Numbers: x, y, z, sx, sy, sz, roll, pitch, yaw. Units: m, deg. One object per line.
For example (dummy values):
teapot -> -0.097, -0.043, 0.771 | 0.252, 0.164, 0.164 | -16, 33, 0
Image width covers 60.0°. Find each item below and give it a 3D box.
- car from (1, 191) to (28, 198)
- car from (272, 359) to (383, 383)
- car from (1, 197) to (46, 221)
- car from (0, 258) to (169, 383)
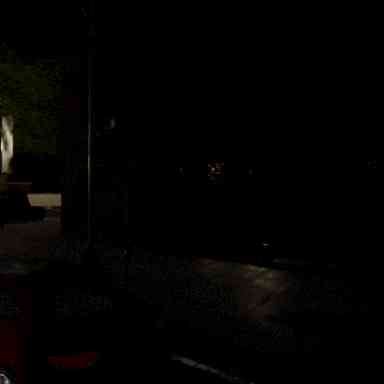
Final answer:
car -> -18.119, 0.928, 31.119 | 2.150, 2.045, 5.566 | 0, 1, 35
car -> 2.304, 1.552, 1.170 | 4.507, 1.381, 1.887 | 0, 0, 35
car -> -12.246, 1.315, 22.344 | 1.812, 1.442, 4.674 | 0, 0, 35
car -> -2.191, 1.557, 4.370 | 4.206, 1.307, 1.802 | 0, 0, 35
